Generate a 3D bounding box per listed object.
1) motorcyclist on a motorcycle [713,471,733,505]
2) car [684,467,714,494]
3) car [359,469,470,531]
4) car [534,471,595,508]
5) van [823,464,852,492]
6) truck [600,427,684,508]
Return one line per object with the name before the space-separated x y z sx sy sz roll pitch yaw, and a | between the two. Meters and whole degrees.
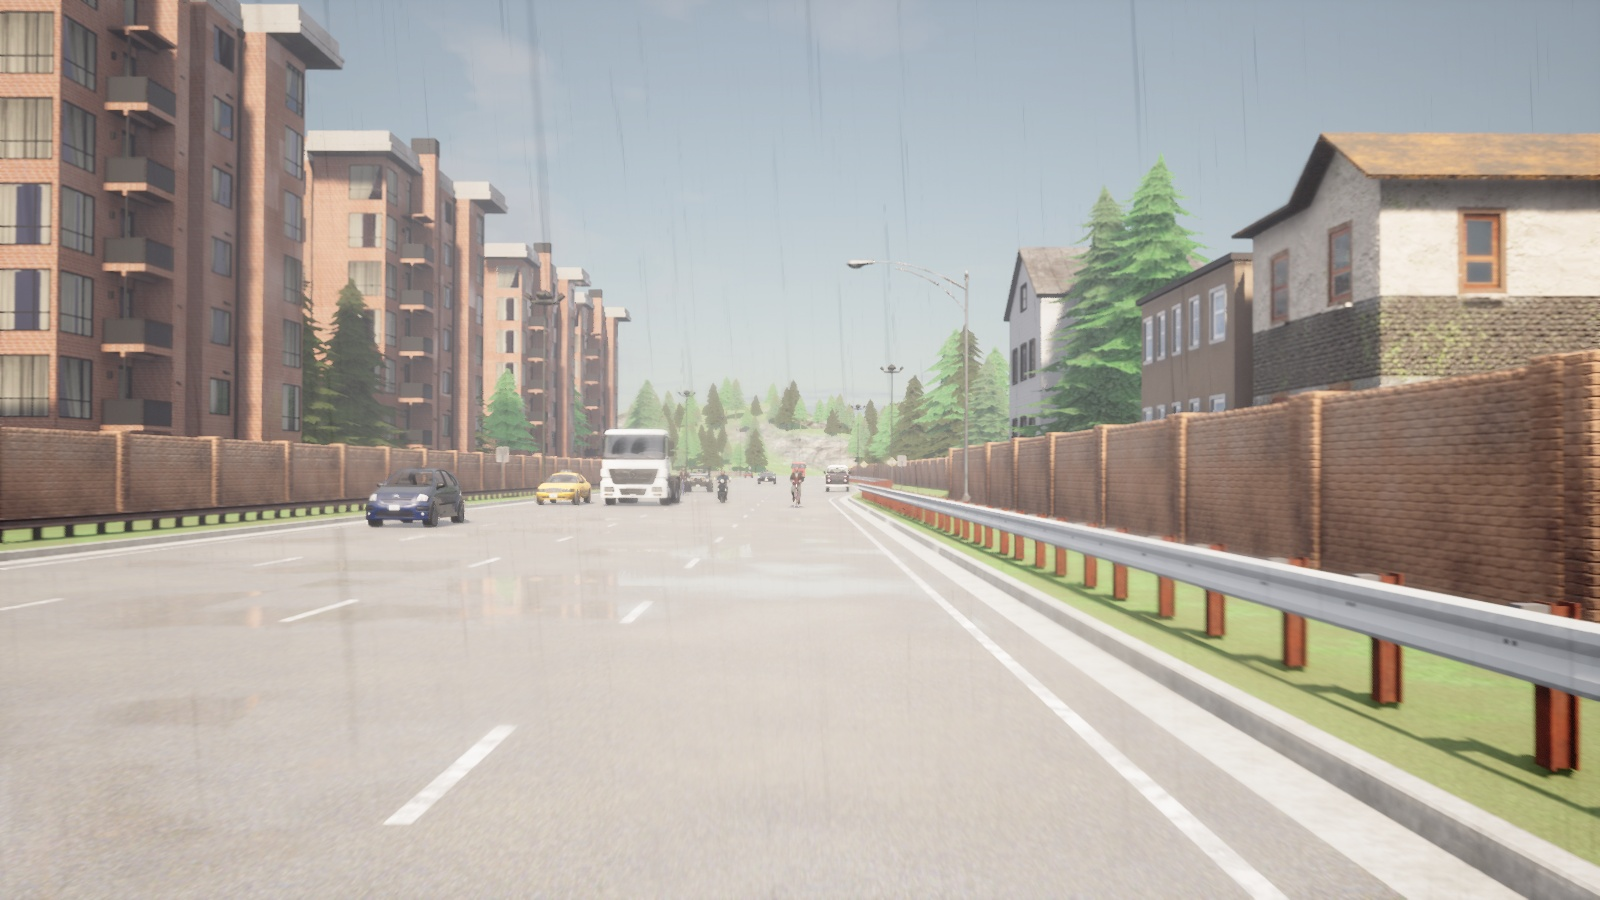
motorcyclist on a motorcycle | -3.645 1.779 59.574 0.866 1.590 1.817 0 -1 0
car | -7.201 2.144 90.026 1.905 1.878 3.866 0 -1 -1
car | -10.585 1.337 34.785 1.851 1.617 3.988 0 -1 0
car | -10.639 1.750 57.036 1.801 1.575 5.366 0 -1 0
van | 2.830 2.103 94.266 2.069 2.038 4.480 0 -1 3
truck | -7.144 0.828 57.820 2.891 3.462 7.936 0 -1 0
